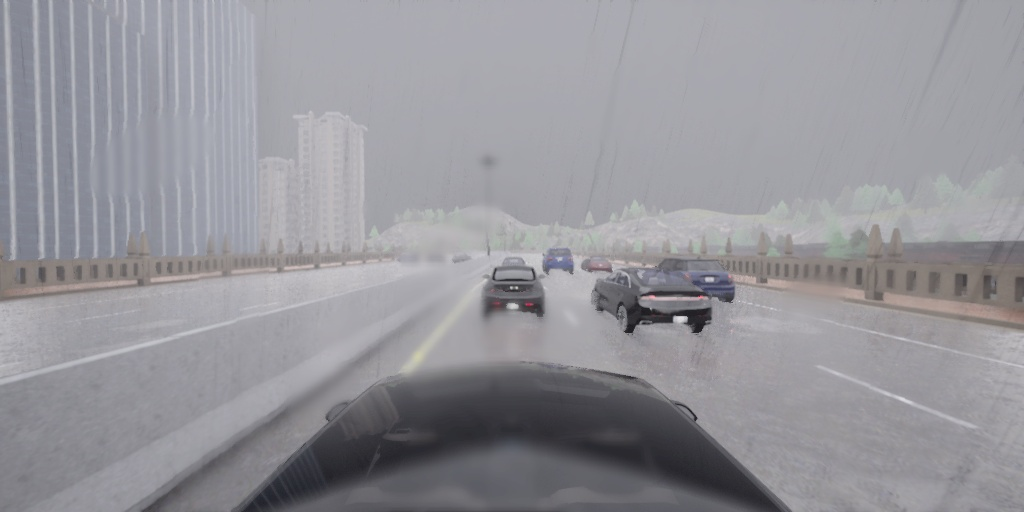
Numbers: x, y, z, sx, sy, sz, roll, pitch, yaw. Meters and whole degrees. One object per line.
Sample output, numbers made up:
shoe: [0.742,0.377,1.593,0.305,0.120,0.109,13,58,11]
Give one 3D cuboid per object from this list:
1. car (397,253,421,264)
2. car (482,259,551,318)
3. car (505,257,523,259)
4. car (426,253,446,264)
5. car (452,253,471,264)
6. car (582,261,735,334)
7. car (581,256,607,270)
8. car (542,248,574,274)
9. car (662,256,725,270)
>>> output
car: [-13.473,0.293,47.234,1.812,1.442,4.674,0,1,2]
car: [0.067,1.036,11.903,1.837,1.490,4.892,0,2,0]
car: [0.135,0.781,25.628,2.033,1.411,5.357,0,1,1]
car: [-9.972,0.330,47.274,1.994,1.385,4.181,0,1,2]
car: [-6.477,0.296,47.055,1.812,1.442,4.674,0,1,2]
car: [3.558,1.064,9.958,2.128,1.511,4.902,0,1,0]
car: [7.276,0.677,31.205,1.994,1.385,4.181,0,1,1]
car: [3.729,0.369,29.538,2.150,2.045,5.566,0,1,1]
car: [7.080,0.817,14.954,2.097,1.767,4.553,0,1,0]
